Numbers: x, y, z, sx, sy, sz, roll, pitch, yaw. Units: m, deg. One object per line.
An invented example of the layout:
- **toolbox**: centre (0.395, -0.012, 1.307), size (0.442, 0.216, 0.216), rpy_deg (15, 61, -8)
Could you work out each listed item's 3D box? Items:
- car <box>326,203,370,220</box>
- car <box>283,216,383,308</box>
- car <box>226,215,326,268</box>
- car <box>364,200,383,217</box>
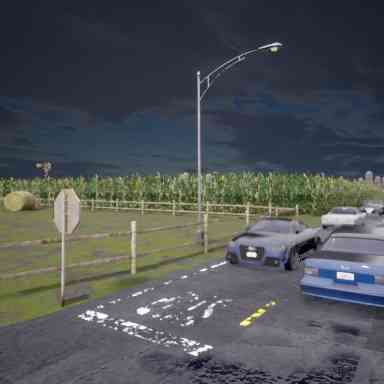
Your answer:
- **car**: centre (9.481, 1.618, 20.662), size (1.895, 1.301, 4.718), rpy_deg (-1, 0, 35)
- **car**: centre (4.172, 1.548, 8.011), size (2.033, 1.411, 5.357), rpy_deg (-1, 0, 35)
- **car**: centre (2.824, 1.586, 11.067), size (1.994, 1.385, 4.181), rpy_deg (-1, 0, 35)
- **car**: centre (17.418, 1.496, 32.047), size (2.128, 1.511, 4.902), rpy_deg (-1, 0, 35)
